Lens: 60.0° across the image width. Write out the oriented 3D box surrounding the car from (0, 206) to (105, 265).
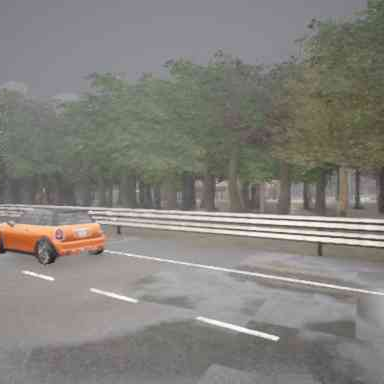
[{"bbox_3d":[-5.243,1.358,11.915,4.553,1.767,2.097,0,0,36],"label":"car"}]
